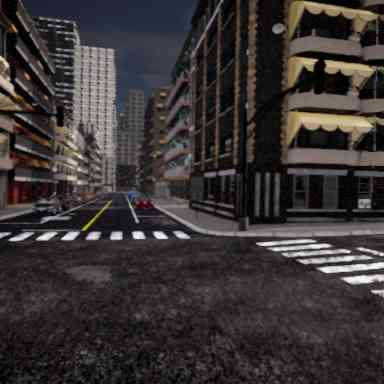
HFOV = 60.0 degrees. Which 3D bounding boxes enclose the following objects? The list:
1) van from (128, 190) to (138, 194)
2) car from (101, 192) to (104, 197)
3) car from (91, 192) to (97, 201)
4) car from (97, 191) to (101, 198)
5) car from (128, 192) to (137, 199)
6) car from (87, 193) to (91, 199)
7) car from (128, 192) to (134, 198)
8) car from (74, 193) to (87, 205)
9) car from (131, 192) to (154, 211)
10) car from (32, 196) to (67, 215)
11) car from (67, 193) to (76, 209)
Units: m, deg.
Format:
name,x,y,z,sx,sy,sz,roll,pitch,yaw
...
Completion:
name,x,y,z,sx,sy,sz,roll,pitch,yaw
van,-10.676,0.735,62.256,1.690,1.788,3.998,0,0,-12
car,-24.476,0.543,87.633,2.008,1.369,4.403,0,0,-12
car,-18.850,0.782,60.400,1.752,1.417,4.829,0,0,-12
car,-21.122,0.730,71.394,1.802,1.307,4.206,0,0,-12
car,-14.033,0.780,78.498,1.887,1.381,4.507,0,0,-12
car,-16.650,0.945,49.740,1.802,1.307,4.206,0,0,-12
car,-8.442,1.053,51.431,2.008,1.369,4.403,0,0,-12
car,-15.530,0.857,44.325,1.967,1.590,4.097,0,0,-12
car,-5.087,1.108,35.190,1.967,1.590,4.097,0,0,-12
car,-12.176,1.134,28.087,2.008,1.369,4.403,0,0,-12
car,-13.294,1.094,33.500,1.947,1.339,4.313,0,0,-12
